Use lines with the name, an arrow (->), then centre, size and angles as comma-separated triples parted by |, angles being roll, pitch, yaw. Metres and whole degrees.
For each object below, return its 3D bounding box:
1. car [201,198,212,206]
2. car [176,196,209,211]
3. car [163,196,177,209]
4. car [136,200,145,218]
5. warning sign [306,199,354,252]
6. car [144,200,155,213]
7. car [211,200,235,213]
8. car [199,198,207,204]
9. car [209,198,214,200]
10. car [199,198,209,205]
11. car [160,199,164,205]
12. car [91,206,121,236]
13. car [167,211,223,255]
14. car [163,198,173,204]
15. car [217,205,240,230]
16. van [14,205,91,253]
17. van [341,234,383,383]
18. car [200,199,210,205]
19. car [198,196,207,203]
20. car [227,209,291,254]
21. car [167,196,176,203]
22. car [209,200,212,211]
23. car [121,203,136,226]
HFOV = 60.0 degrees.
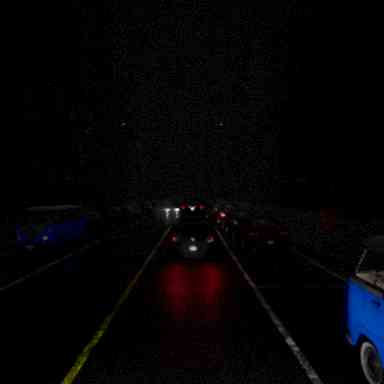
car -> 2.755, 1.910, 64.308 | 1.967, 1.590, 4.097 | 0, 0, 0
car -> 0.063, 1.437, 29.206 | 2.150, 2.045, 5.566 | 0, 0, 0
car -> -3.080, 1.889, 52.914 | 1.837, 1.490, 4.892 | 0, 0, 0
car -> -5.767, 1.748, 30.519 | 1.752, 1.417, 4.829 | 0, 0, 0
warning sign -> 5.070, 1.206, 12.310 | 1.300, 1.860, 1.060 | 0, 0, 0
car -> -5.769, 1.745, 41.894 | 1.967, 1.590, 4.097 | 0, 0, 0
car -> 2.758, 1.623, 25.097 | 1.967, 1.590, 4.097 | 0, 0, 0
car -> 2.754, 2.122, 81.282 | 1.752, 1.417, 4.829 | 0, 0, 0
car -> 2.757, 1.891, 47.502 | 1.887, 1.381, 4.507 | 0, 0, 0
car -> 2.755, 2.104, 75.511 | 2.008, 1.369, 4.403 | 0, 0, 0
car -> -5.770, 2.057, 69.903 | 1.887, 1.381, 4.507 | 0, 0, 0
car -> -5.767, 1.687, 19.485 | 1.887, 1.381, 4.507 | 0, 0, 0
car -> 0.062, 1.702, 13.864 | 1.895, 1.301, 4.718 | 0, 0, 0
car -> -5.771, 2.146, 81.107 | 2.008, 1.369, 4.403 | 0, 0, 0
car -> 2.759, 1.687, 19.495 | 1.887, 1.381, 4.507 | 0, 0, 0
van -> -5.767, 1.443, 13.885 | 1.690, 1.788, 3.998 | 0, 0, 0
van -> 2.759, 1.362, 2.690 | 1.690, 1.788, 3.998 | 0, 0, 0
car -> 2.755, 2.078, 69.909 | 1.947, 1.339, 4.313 | 0, 0, 0
car -> 2.753, 1.952, 86.716 | 2.192, 1.841, 5.009 | 0, 0, 0
car -> 2.759, 1.646, 13.892 | 1.887, 1.381, 4.507 | 0, 0, 0
car -> -5.772, 1.994, 92.313 | 2.192, 1.841, 5.009 | 0, 0, 0
car -> 2.758, 1.750, 30.868 | 1.752, 1.417, 4.829 | 0, 0, 0
car -> -5.767, 1.728, 25.087 | 1.887, 1.381, 4.507 | 0, 0, 0
